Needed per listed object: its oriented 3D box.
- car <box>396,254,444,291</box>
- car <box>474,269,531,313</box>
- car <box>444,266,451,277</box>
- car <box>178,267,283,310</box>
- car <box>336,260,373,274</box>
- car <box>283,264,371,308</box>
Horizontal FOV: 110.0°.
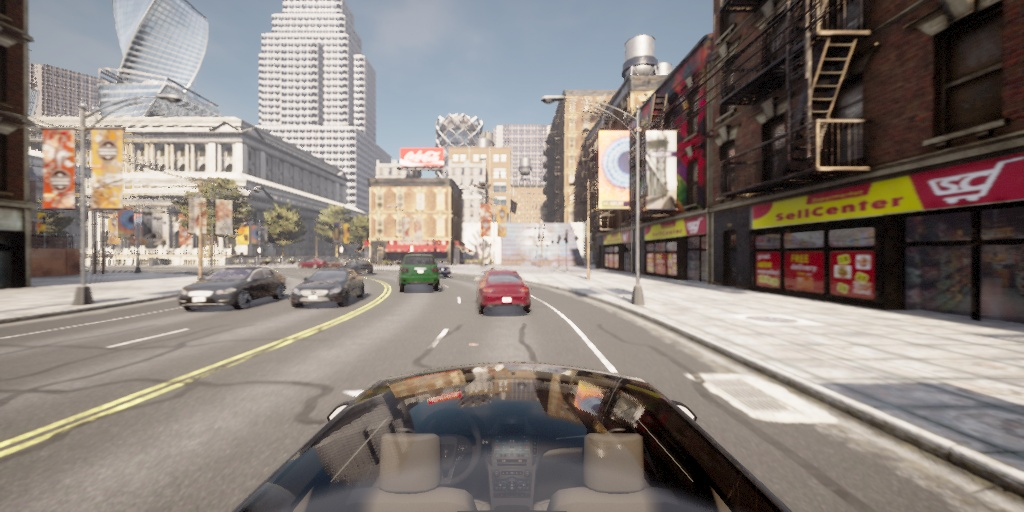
[{"bbox_3d":[-5.692,0.907,21.540,2.150,2.045,5.566,0,0,-18],"label":"car"},{"bbox_3d":[-0.438,1.236,13.837,1.812,1.442,4.674,0,0,-7],"label":"car"},{"bbox_3d":[-7.371,1.197,32.605,2.033,1.411,5.357,0,0,-35],"label":"car"},{"bbox_3d":[-10.981,1.203,14.526,2.128,1.511,4.902,0,0,-10],"label":"car"},{"bbox_3d":[-16.153,1.139,37.231,4.892,1.490,1.837,0,0,44],"label":"car"},{"bbox_3d":[-7.539,1.237,15.174,1.812,1.442,4.674,0,0,-10],"label":"car"}]
